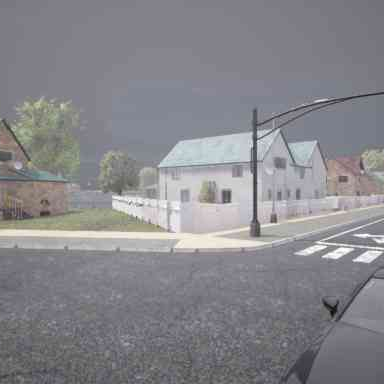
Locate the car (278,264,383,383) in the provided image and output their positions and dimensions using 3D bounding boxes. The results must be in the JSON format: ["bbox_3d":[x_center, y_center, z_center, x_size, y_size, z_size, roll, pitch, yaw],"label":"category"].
[{"bbox_3d":[2.526,1.524,3.407,1.812,1.442,4.674,0,0,42],"label":"car"}]
